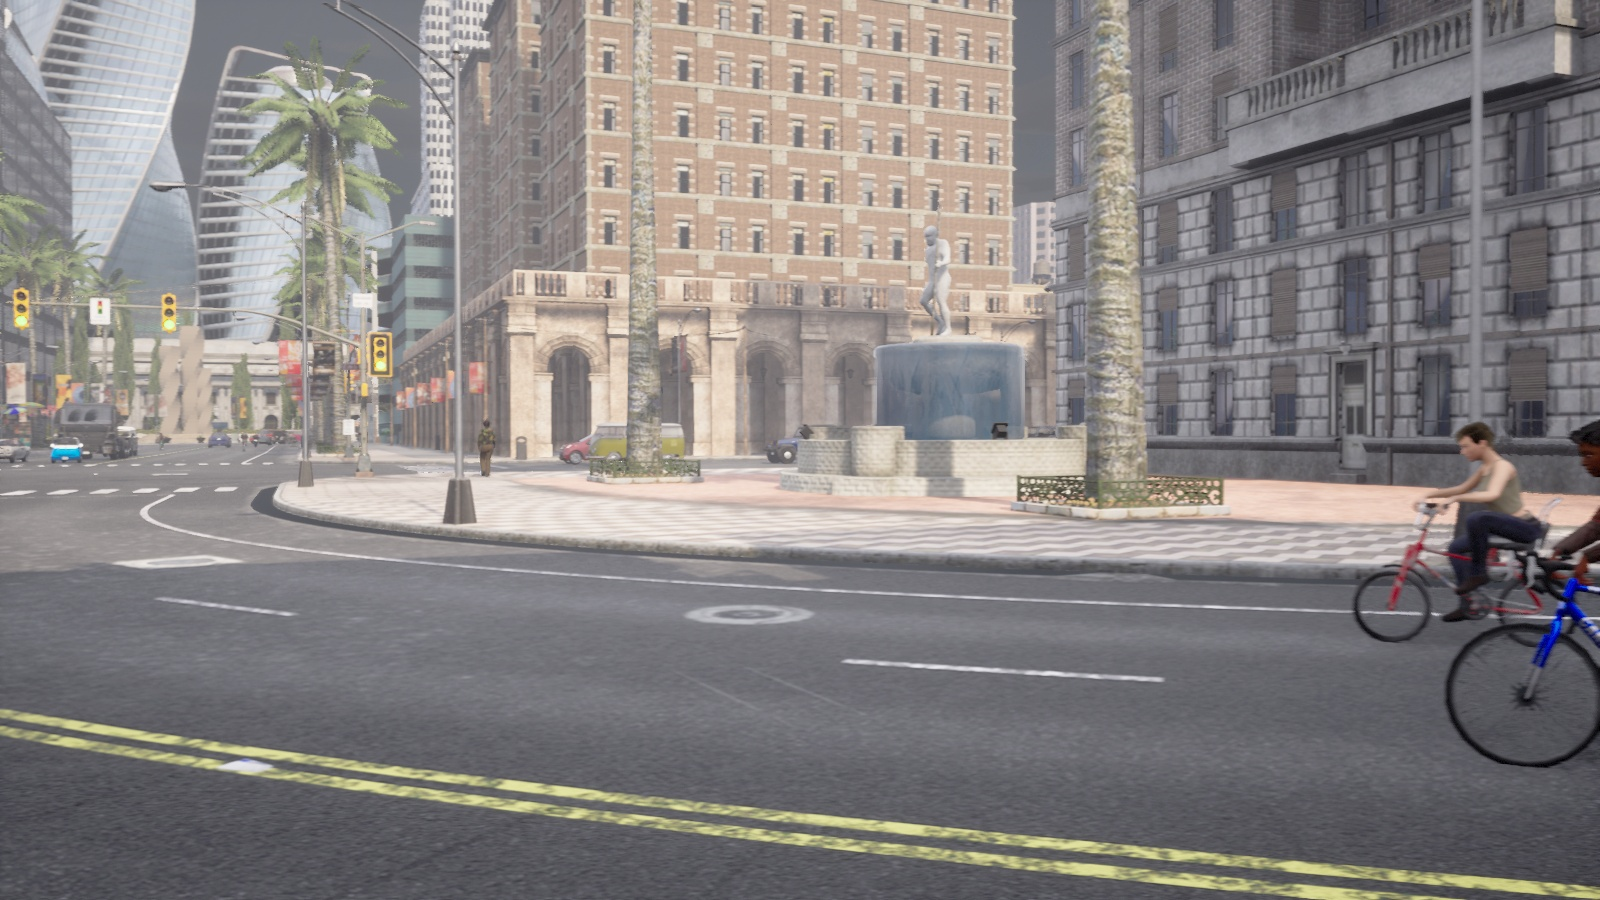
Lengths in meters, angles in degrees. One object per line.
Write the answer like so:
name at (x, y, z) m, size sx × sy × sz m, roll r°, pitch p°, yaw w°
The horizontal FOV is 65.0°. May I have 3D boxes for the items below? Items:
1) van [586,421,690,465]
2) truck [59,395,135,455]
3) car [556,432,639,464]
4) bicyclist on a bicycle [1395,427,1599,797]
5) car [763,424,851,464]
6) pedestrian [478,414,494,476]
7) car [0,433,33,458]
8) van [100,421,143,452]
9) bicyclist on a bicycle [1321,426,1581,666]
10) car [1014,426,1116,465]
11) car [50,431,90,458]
van at (-7.459, -0.329, 57.734) m, size 4.442 × 1.987 × 1.775 m, roll 0°, pitch 1°, yaw -21°
truck at (-42.525, -1.485, 76.175) m, size 2.891 × 3.462 × 7.936 m, roll 0°, pitch 1°, yaw -21°
car at (-9.777, -0.120, 60.610) m, size 3.633 × 1.501 × 1.845 m, roll 0°, pitch 1°, yaw -21°
bicyclist on a bicycle at (3.687, 0.707, 5.747) m, size 1.656 × 1.620 × 0.582 m, roll 0°, pitch 0°, yaw 15°
car at (0.332, -0.301, 60.794) m, size 3.866 × 1.878 × 1.905 m, roll 0°, pitch 1°, yaw -21°
pedestrian at (-9.907, -0.159, 39.607) m, size 0.395 × 1.930 × 0.692 m, roll 0°, pitch 1°, yaw -22°
car at (-43.119, -0.281, 68.045) m, size 1.895 × 1.301 × 4.718 m, roll 0°, pitch 1°, yaw -21°
van at (-46.135, -0.935, 85.478) m, size 2.069 × 2.038 × 4.480 m, roll 0°, pitch 1°, yaw -21°
bicyclist on a bicycle at (4.655, 0.644, 9.096) m, size 1.509 × 1.612 × 0.866 m, roll 0°, pitch 0°, yaw 15°
car at (13.072, -0.248, 62.044) m, size 4.605 × 1.855 × 1.932 m, roll 0°, pitch 1°, yaw -21°
car at (-39.030, -0.297, 67.177) m, size 1.481 × 1.376 × 2.207 m, roll 0°, pitch 1°, yaw -21°
